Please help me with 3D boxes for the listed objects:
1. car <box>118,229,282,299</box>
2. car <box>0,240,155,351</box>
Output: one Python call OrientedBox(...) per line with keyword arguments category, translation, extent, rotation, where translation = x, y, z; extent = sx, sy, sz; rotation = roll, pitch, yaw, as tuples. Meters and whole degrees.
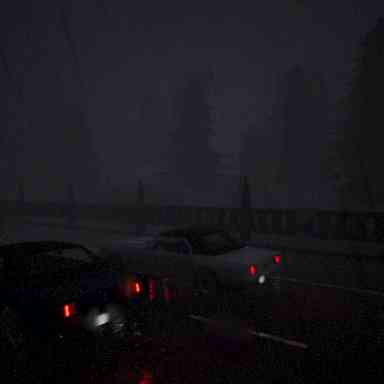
OrientedBox(category="car", translation=(-0.284, 1.601, 8.493), extent=(4.718, 1.301, 1.895), rotation=(0, 0, 35))
OrientedBox(category="car", translation=(-3.138, 1.601, 6.228), extent=(4.718, 1.301, 1.895), rotation=(0, 0, 35))
